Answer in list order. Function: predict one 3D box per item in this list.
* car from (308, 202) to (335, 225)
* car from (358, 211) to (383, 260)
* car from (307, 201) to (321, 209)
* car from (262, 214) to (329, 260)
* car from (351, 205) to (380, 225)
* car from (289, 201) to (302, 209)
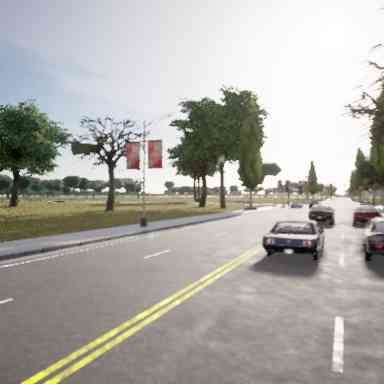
[{"bbox_3d":[10.868,1.822,27.872,1.882,1.535,5.008,0,-1,25],"label":"car"},{"bbox_3d":[7.452,1.672,12.562,1.812,1.442,4.674,0,-1,25],"label":"car"},{"bbox_3d":[22.620,2.423,61.554,1.895,1.301,4.718,0,-1,25],"label":"car"},{"bbox_3d":[4.226,1.758,13.336,1.895,1.301,4.718,0,-1,25],"label":"car"},{"bbox_3d":[13.835,1.805,26.544,1.882,1.535,5.008,0,-1,25],"label":"car"},{"bbox_3d":[19.660,2.440,62.889,1.895,1.301,4.718,0,-1,25],"label":"car"}]
